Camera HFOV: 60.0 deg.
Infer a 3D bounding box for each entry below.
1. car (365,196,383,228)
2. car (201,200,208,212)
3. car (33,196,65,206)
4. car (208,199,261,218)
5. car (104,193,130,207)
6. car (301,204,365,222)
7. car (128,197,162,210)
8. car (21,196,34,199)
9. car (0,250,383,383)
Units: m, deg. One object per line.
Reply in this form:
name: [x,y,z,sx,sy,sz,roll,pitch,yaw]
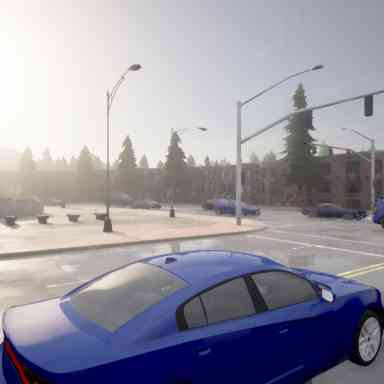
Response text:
car: [12.731,1.223,17.810,2.150,2.045,5.566,0,0,-34]
car: [3.115,1.477,37.248,1.882,1.535,5.008,0,0,-37]
car: [-22.127,1.572,52.291,4.181,1.385,1.994,0,0,17]
car: [4.034,1.478,30.150,1.882,1.535,5.008,0,0,-36]
car: [-10.943,1.219,50.883,5.566,2.045,2.150,0,0,32]
car: [11.318,1.601,26.649,1.895,1.301,4.718,0,0,-41]
car: [-5.787,1.563,42.409,4.181,1.385,1.994,0,0,43]
car: [-29.901,1.505,60.665,4.892,1.490,1.837,0,0,5]
car: [0.445,1.478,4.113,5.008,1.535,1.882,0,0,-35]
